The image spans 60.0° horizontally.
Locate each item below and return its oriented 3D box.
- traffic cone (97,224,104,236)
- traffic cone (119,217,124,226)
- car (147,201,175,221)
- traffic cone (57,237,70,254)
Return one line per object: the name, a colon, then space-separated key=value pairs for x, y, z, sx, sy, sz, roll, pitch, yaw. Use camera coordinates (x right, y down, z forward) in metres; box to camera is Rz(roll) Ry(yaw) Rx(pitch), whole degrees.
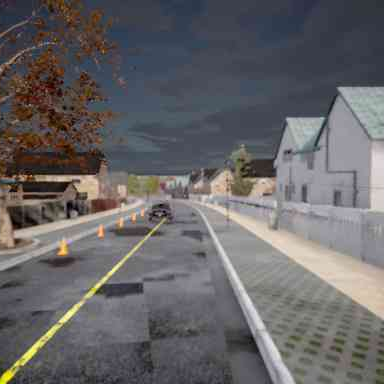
traffic cone: x=-4.722 y=1.966 z=17.249 sx=0.340 sy=0.580 sz=0.340 roll=0 pitch=0 yaw=0
traffic cone: x=-4.721 y=1.977 z=22.256 sx=0.340 sy=0.580 sz=0.340 roll=0 pitch=0 yaw=0
car: x=-2.489 y=1.538 z=27.504 sx=1.837 sy=1.490 sz=4.892 roll=0 pitch=0 yaw=-1
traffic cone: x=-4.723 y=1.960 z=12.242 sx=0.340 sy=0.580 sz=0.340 roll=0 pitch=0 yaw=0
